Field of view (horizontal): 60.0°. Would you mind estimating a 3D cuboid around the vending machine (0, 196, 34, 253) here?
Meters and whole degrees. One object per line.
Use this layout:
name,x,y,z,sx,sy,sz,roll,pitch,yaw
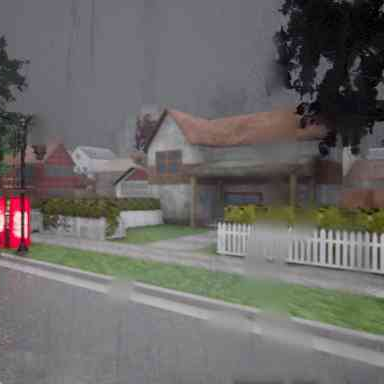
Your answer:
vending machine,-6.980,1.196,13.020,0.880,2.100,1.100,0,0,36
